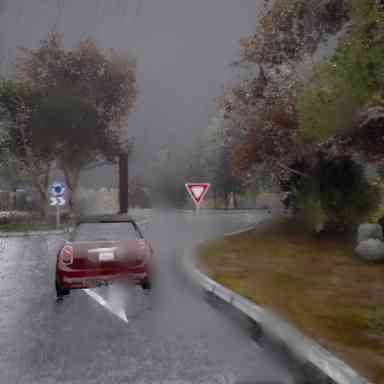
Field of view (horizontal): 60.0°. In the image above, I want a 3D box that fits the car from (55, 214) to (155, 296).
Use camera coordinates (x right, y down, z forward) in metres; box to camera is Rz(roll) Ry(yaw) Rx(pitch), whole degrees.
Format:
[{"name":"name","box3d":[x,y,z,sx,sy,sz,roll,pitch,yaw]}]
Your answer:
[{"name":"car","box3d":[-2.274,1.357,8.985,2.097,1.767,4.553,0,0,-13]}]
